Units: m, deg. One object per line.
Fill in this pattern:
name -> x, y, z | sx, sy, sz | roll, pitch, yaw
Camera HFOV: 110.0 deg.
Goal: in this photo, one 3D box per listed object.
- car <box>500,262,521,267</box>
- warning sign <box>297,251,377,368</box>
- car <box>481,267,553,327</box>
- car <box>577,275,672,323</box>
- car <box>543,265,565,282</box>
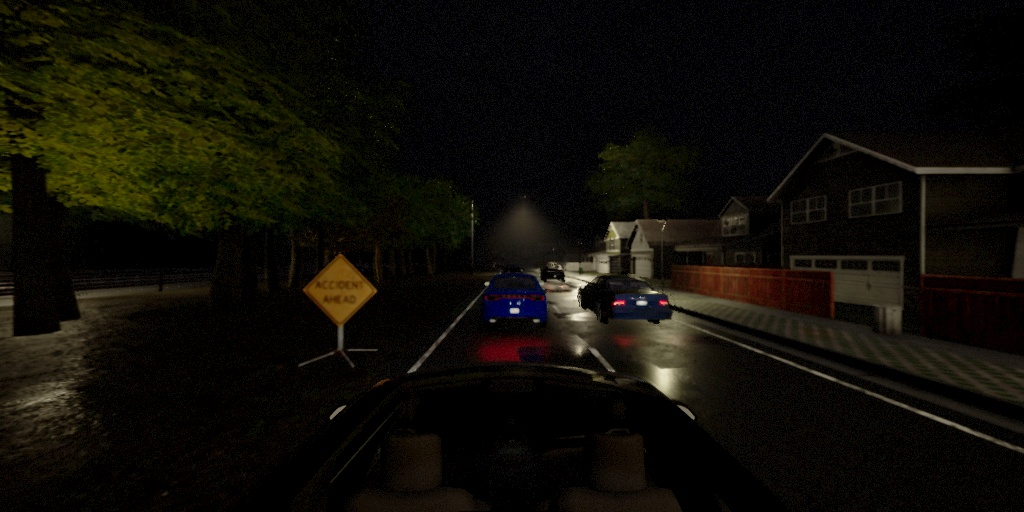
car -> 0.097, 1.530, 32.418 | 1.837, 1.490, 4.892 | 0, -1, 0
warning sign -> -3.050, 0.887, 6.379 | 1.300, 1.860, 1.060 | 0, 0, 0
car -> 0.077, 1.292, 11.877 | 1.882, 1.535, 5.008 | 0, 0, 0
car -> 3.587, 1.367, 12.382 | 2.033, 1.411, 5.357 | 0, 0, 0
car -> 3.596, 1.516, 32.300 | 2.128, 1.511, 4.902 | 0, -1, 0
